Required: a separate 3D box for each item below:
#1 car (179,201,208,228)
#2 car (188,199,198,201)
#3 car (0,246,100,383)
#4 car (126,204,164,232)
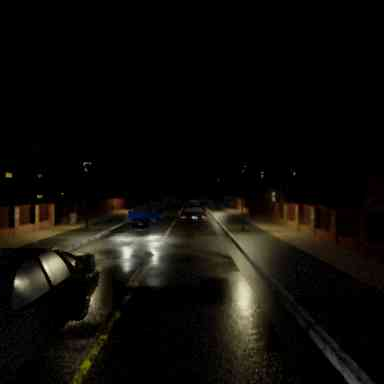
[{"bbox_3d":[0.104,1.593,22.431,2.033,1.411,5.357,0,0,0],"label":"car"},{"bbox_3d":[0.109,1.654,43.091,2.033,1.411,5.357,0,0,0],"label":"car"},{"bbox_3d":[-2.819,1.555,4.631,2.033,1.411,5.357,0,0,0],"label":"car"},{"bbox_3d":[-2.845,1.519,20.872,1.882,1.535,5.008,0,0,0],"label":"car"}]
